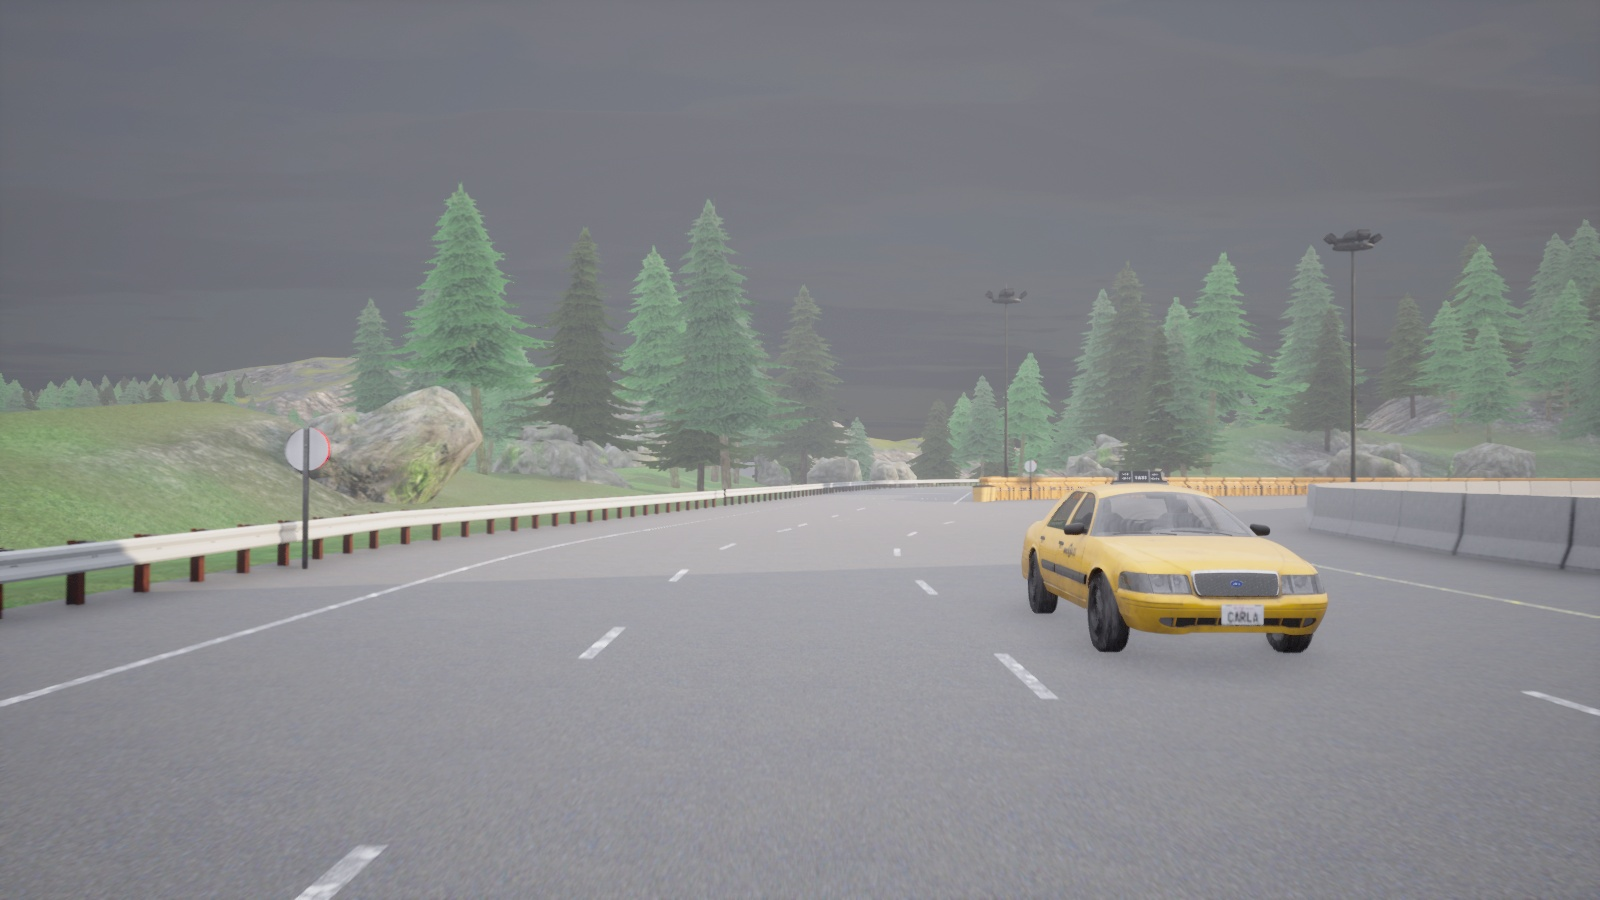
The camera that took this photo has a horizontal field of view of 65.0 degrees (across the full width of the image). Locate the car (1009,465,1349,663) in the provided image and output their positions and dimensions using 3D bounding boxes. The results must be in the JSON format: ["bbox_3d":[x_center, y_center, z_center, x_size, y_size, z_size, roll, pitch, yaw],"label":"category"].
[{"bbox_3d":[3.470,0.952,12.699,1.801,1.575,5.366,0,-1,0],"label":"car"}]
